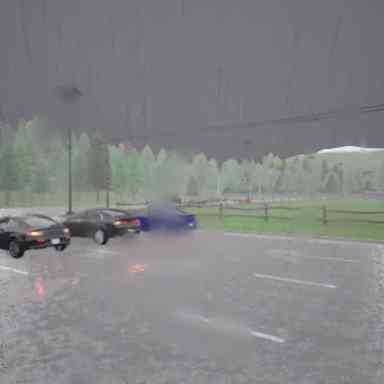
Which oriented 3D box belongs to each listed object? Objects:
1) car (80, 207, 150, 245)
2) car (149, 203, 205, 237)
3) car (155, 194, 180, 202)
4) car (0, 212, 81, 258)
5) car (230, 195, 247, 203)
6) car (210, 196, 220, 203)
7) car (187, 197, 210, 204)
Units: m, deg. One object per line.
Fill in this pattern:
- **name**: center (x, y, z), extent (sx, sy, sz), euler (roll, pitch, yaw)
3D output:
- **car**: center (-4.581, 1.540, 15.789), extent (4.892, 1.490, 1.837), euler (-2, -1, 36)
- **car**: center (-2.056, 1.516, 18.280), extent (5.008, 1.535, 1.882), euler (0, 0, 36)
- **car**: center (-4.496, 1.346, 62.547), extent (2.150, 2.045, 5.566), euler (0, 0, 37)
- **car**: center (-6.625, 1.567, 12.946), extent (4.674, 1.442, 1.812), euler (-1, 0, 36)
- **car**: center (9.901, 1.453, 70.356), extent (2.097, 1.767, 4.553), euler (0, 0, 36)
- **car**: center (4.694, 1.670, 75.096), extent (1.994, 1.385, 4.181), euler (0, 0, 36)
- **car**: center (0.647, 1.667, 57.771), extent (1.994, 1.385, 4.181), euler (0, 0, 36)
